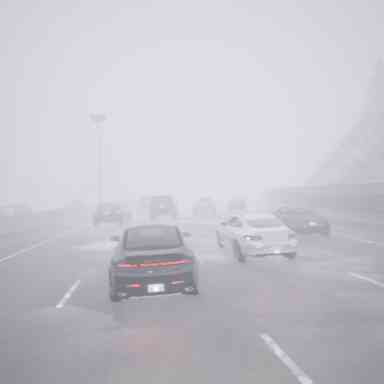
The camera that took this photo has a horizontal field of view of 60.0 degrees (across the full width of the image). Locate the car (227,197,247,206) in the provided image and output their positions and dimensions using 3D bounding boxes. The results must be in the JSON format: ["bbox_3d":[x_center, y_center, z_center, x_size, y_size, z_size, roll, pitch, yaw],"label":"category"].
[{"bbox_3d":[4.957,1.266,37.058,1.882,1.535,5.008,-2,0,4],"label":"car"}]

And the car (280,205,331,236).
[{"bbox_3d":[5.114,1.363,16.582,1.994,1.385,4.181,-2,0,-5],"label":"car"}]

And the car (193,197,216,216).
[{"bbox_3d":[1.216,1.281,32.222,2.097,1.767,4.553,-2,0,2],"label":"car"}]

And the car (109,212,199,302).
[{"bbox_3d":[-1.016,1.535,8.536,1.837,1.490,4.892,-2,0,-8],"label":"car"}]

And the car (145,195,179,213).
[{"bbox_3d":[-2.393,1.285,29.183,2.150,2.045,5.566,-2,0,0],"label":"car"}]

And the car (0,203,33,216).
[{"bbox_3d":[-19.737,2.045,37.034,2.097,1.767,4.553,-2,0,4],"label":"car"}]

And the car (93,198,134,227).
[{"bbox_3d":[-5.938,1.548,25.256,2.097,1.767,4.553,-2,0,0],"label":"car"}]

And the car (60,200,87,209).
[{"bbox_3d":[-15.637,1.888,44.129,2.097,1.767,4.553,-2,0,6],"label":"car"}]

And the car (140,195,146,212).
[{"bbox_3d":[-5.122,1.376,42.641,2.150,2.045,5.566,-2,0,6],"label":"car"}]

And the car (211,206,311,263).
[{"bbox_3d":[2.098,1.439,11.658,1.812,1.442,4.674,-2,0,-7],"label":"car"}]

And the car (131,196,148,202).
[{"bbox_3d":[-12.101,1.591,76.993,1.895,1.301,4.718,-2,0,18],"label":"car"}]
